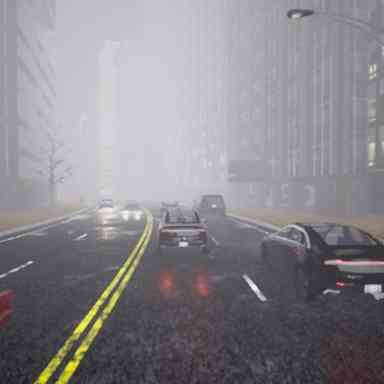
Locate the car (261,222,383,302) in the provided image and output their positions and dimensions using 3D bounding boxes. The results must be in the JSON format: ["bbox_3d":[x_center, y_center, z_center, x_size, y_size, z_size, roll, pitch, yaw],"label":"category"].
[{"bbox_3d":[3.091,1.486,8.274,2.128,1.511,4.902,0,0,-2],"label":"car"}]

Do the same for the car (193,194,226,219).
[{"bbox_3d":[1.378,1.211,28.576,2.150,2.045,5.566,0,0,-7],"label":"car"}]

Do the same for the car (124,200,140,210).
[{"bbox_3d":[-7.759,1.622,42.921,1.895,1.301,4.718,0,0,-11],"label":"car"}]

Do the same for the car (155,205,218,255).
[{"bbox_3d":[-0.429,1.493,13.319,2.128,1.511,4.902,0,0,-4],"label":"car"}]

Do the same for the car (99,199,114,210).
[{"bbox_3d":[-11.431,1.586,44.677,2.033,1.411,5.357,0,0,-12],"label":"car"}]

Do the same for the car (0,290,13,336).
[{"bbox_3d":[-3.423,1.608,2.465,1.895,1.301,4.718,0,0,-1],"label":"car"}]

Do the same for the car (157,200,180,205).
[{"bbox_3d":[-2.032,1.495,29.466,2.128,1.511,4.902,0,0,-7],"label":"car"}]
